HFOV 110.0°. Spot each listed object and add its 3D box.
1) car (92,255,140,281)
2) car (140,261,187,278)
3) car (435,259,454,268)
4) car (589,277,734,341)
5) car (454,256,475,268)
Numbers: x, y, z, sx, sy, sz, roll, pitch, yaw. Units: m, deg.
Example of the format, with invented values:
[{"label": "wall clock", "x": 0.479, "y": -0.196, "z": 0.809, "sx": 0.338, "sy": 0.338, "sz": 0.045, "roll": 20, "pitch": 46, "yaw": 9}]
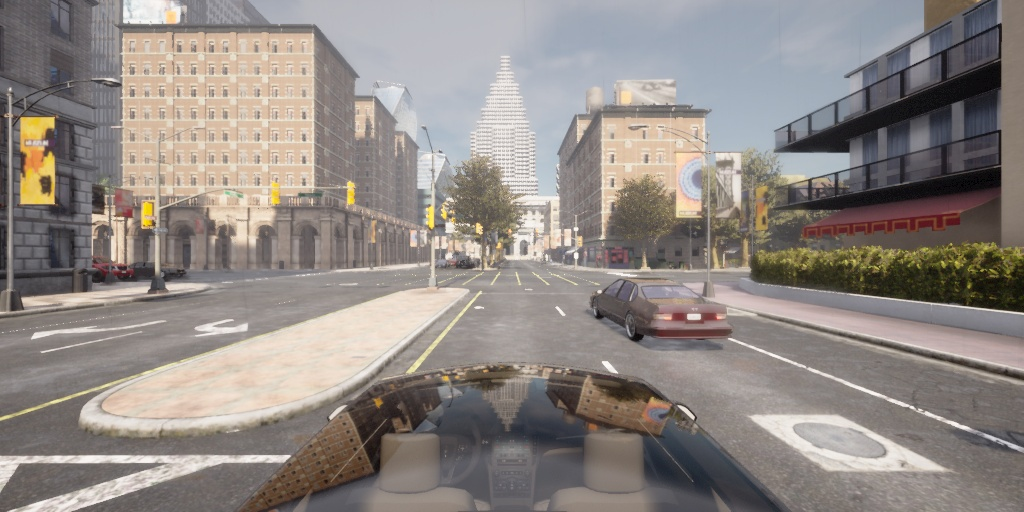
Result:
[{"label": "car", "x": -34.648, "y": 0.971, "z": 29.438, "sx": 5.566, "sy": 2.045, "sz": 2.150, "roll": 0, "pitch": 0, "yaw": 0}, {"label": "car", "x": -32.849, "y": 1.255, "z": 32.965, "sx": 4.892, "sy": 1.490, "sz": 1.837, "roll": 0, "pitch": 0, "yaw": 0}, {"label": "car", "x": -11.557, "y": 1.297, "z": 60.073, "sx": 2.033, "sy": 1.411, "sz": 5.357, "roll": 0, "pitch": 0, "yaw": 0}, {"label": "car", "x": 3.634, "y": 1.297, "z": 9.886, "sx": 2.033, "sy": 1.411, "sz": 5.357, "roll": 0, "pitch": 0, "yaw": -3}, {"label": "car", "x": -8.062, "y": 0.971, "z": 60.697, "sx": 2.150, "sy": 2.045, "sz": 5.566, "roll": 0, "pitch": 0, "yaw": 0}]
